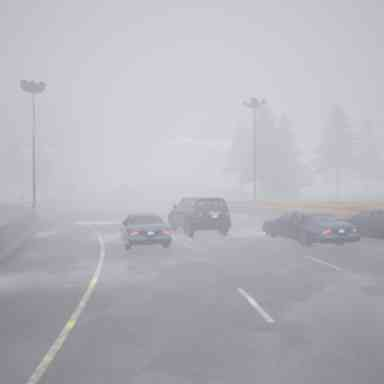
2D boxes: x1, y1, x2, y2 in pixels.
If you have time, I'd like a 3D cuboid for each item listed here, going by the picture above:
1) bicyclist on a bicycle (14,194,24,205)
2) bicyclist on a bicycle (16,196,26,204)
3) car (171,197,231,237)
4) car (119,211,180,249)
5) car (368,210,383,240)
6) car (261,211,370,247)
[{"bbox_3d":[-36.450,1.584,70.158,0.582,1.620,1.656,0,-23,18],"label":"bicyclist on a bicycle"},{"bbox_3d":[-35.423,1.577,69.801,0.582,1.620,1.656,0,-21,19],"label":"bicyclist on a bicycle"},{"bbox_3d":[0.287,1.286,18.756,2.150,2.045,5.566,0,0,-18],"label":"car"},{"bbox_3d":[-2.238,1.639,15.165,2.033,1.411,5.357,-1,0,-15],"label":"car"},{"bbox_3d":[8.695,1.523,15.239,2.033,1.411,5.357,-1,0,-14],"label":"car"},{"bbox_3d":[5.116,1.561,15.180,2.033,1.411,5.357,-1,0,-14],"label":"car"}]
